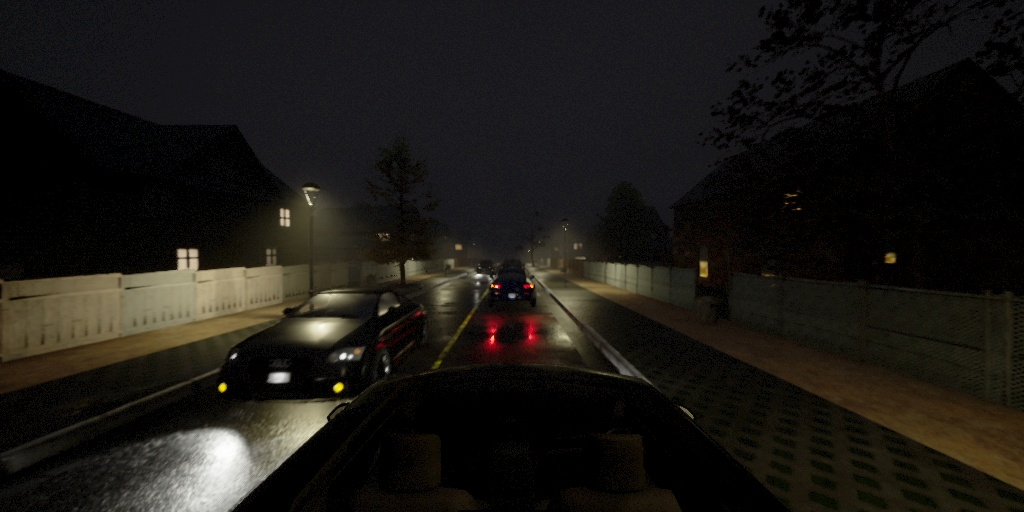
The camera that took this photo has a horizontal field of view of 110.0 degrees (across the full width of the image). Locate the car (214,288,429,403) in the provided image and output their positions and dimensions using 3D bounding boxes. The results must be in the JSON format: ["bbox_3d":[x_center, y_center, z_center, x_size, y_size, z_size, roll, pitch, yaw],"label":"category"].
[{"bbox_3d":[-2.838,1.292,6.363,1.994,1.385,4.181,0,0,0],"label":"car"}]

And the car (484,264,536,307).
[{"bbox_3d":[0.003,1.215,14.922,1.812,1.442,4.674,0,0,0],"label":"car"}]

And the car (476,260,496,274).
[{"bbox_3d":[-2.764,1.145,38.901,1.837,1.490,4.892,0,-1,1],"label":"car"}]

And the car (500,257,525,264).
[{"bbox_3d":[0.061,0.998,29.841,2.097,1.767,4.553,0,0,1],"label":"car"}]
